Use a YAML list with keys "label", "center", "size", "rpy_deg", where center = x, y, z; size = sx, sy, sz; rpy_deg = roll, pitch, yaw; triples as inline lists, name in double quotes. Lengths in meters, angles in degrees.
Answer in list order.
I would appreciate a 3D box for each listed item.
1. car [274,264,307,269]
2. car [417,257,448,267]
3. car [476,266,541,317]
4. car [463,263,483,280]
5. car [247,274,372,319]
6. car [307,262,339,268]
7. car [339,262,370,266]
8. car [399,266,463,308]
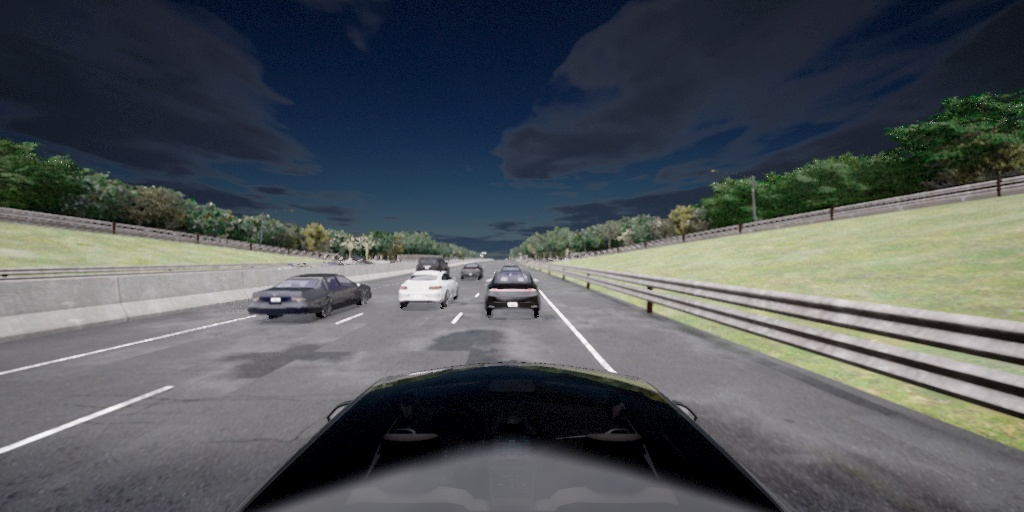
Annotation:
- label: "car"
  center: [-25.023, 1.562, 40.952]
  size: [1.895, 1.301, 4.718]
  rpy_deg: [0, 0, -2]
- label: "car"
  center: [-7.136, 1.139, 32.601]
  size: [2.150, 2.045, 5.566]
  rpy_deg: [0, 0, -1]
- label: "car"
  center: [0.016, 1.298, 13.546]
  size: [2.128, 1.511, 4.902]
  rpy_deg: [0, 0, 0]
- label: "car"
  center: [-3.662, 1.413, 33.549]
  size: [2.128, 1.511, 4.902]
  rpy_deg: [0, 0, -1]
- label: "car"
  center: [-6.980, 1.353, 13.084]
  size: [2.033, 1.411, 5.357]
  rpy_deg: [0, 0, 0]
- label: "car"
  center: [-21.562, 1.461, 42.461]
  size: [2.128, 1.511, 4.902]
  rpy_deg: [0, 0, -2]
- label: "car"
  center: [-18.059, 1.475, 42.343]
  size: [1.837, 1.490, 4.892]
  rpy_deg: [0, 0, -2]
- label: "car"
  center: [-3.488, 1.342, 15.527]
  size: [1.812, 1.442, 4.674]
  rpy_deg: [0, 0, 0]
